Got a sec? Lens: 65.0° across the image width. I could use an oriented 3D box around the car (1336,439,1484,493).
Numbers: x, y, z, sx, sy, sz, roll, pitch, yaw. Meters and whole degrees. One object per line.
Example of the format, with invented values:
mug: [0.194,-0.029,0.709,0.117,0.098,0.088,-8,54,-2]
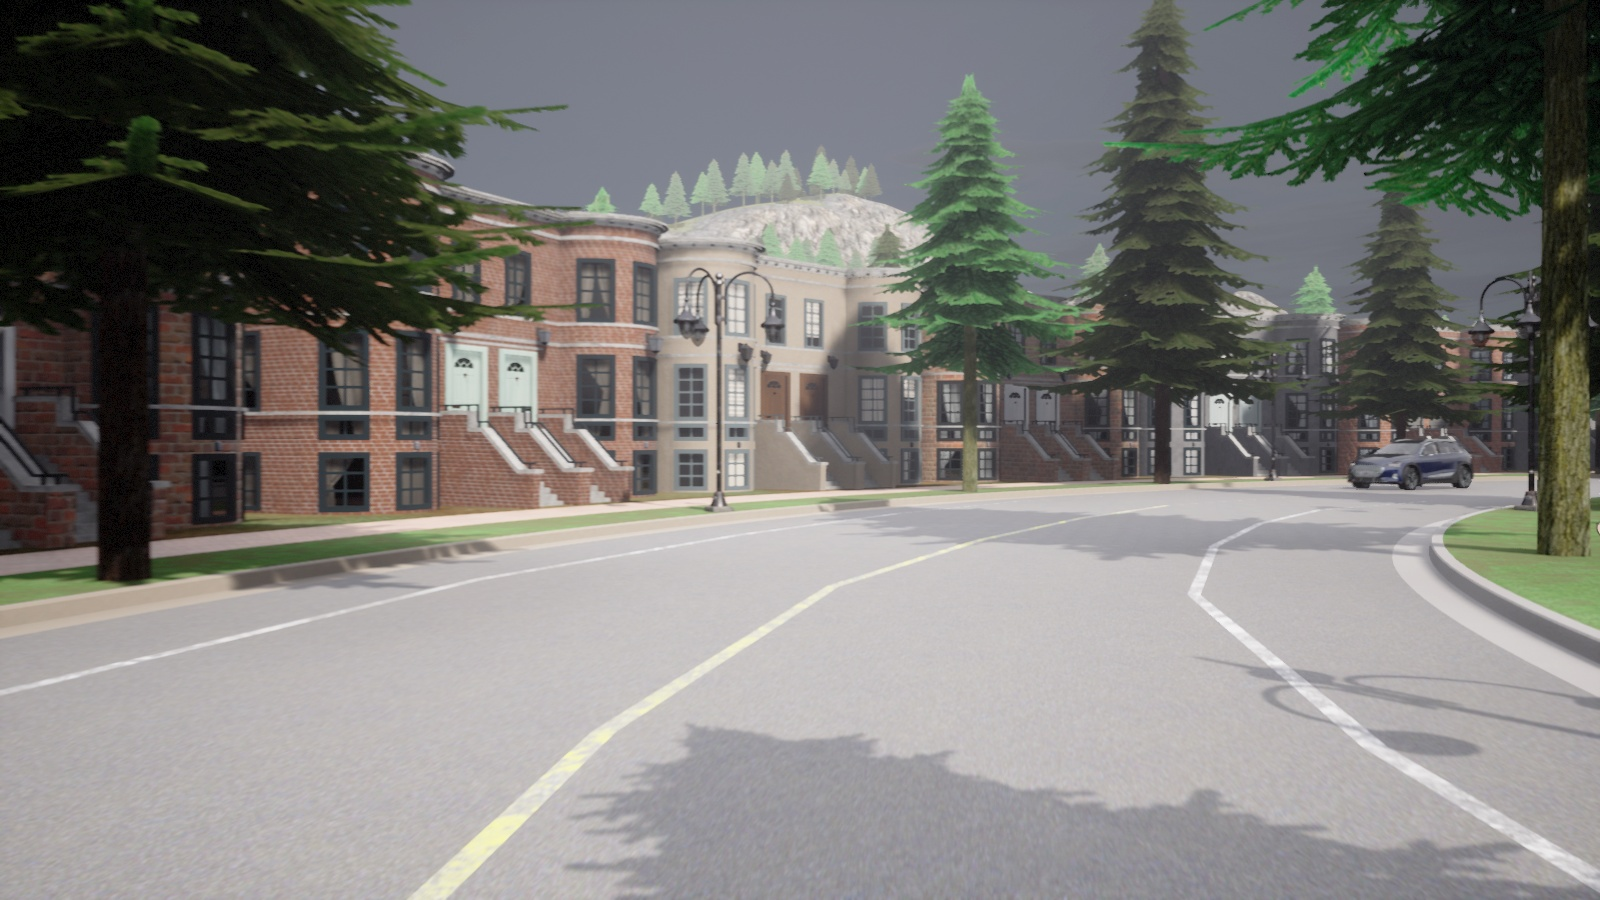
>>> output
car: [19.821,0.480,40.747,4.856,1.649,2.033,0,0,-32]
